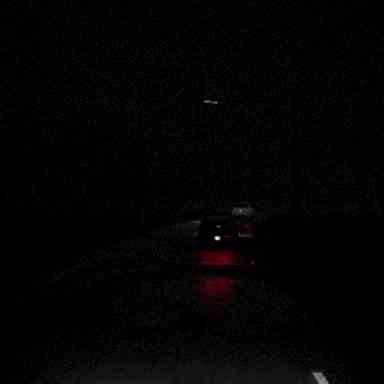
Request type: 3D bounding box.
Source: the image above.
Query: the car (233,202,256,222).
[{"bbox_3d":[5.994,2.168,38.063,2.150,2.045,5.566,-1,-2,17],"label":"car"}]

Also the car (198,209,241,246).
[{"bbox_3d":[1.407,1.800,16.833,1.837,1.490,4.892,0,-1,7],"label":"car"}]
